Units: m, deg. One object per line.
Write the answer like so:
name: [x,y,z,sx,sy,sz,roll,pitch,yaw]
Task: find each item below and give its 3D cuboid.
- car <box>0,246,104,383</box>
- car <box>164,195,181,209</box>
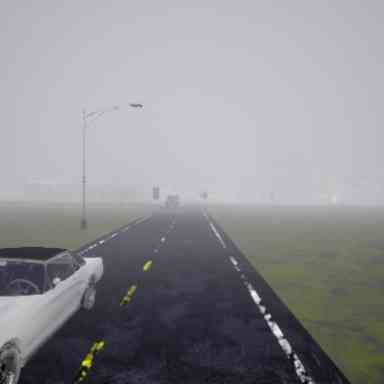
car: [-2.851,1.612,5.037,1.895,1.301,4.718,0,0,0]
car: [-2.764,1.414,48.239,2.150,2.045,5.566,0,0,0]
